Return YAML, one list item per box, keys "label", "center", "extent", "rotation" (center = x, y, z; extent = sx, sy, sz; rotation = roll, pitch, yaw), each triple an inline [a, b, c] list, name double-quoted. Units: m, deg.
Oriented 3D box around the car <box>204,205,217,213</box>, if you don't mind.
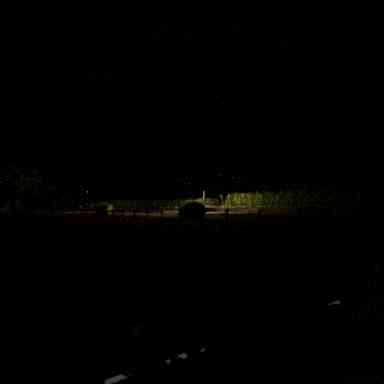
- label: "car"
  center: [2.822, 3.315, 65.309]
  extent: [2.128, 1.511, 4.902]
  rotation: [2, -3, -35]
